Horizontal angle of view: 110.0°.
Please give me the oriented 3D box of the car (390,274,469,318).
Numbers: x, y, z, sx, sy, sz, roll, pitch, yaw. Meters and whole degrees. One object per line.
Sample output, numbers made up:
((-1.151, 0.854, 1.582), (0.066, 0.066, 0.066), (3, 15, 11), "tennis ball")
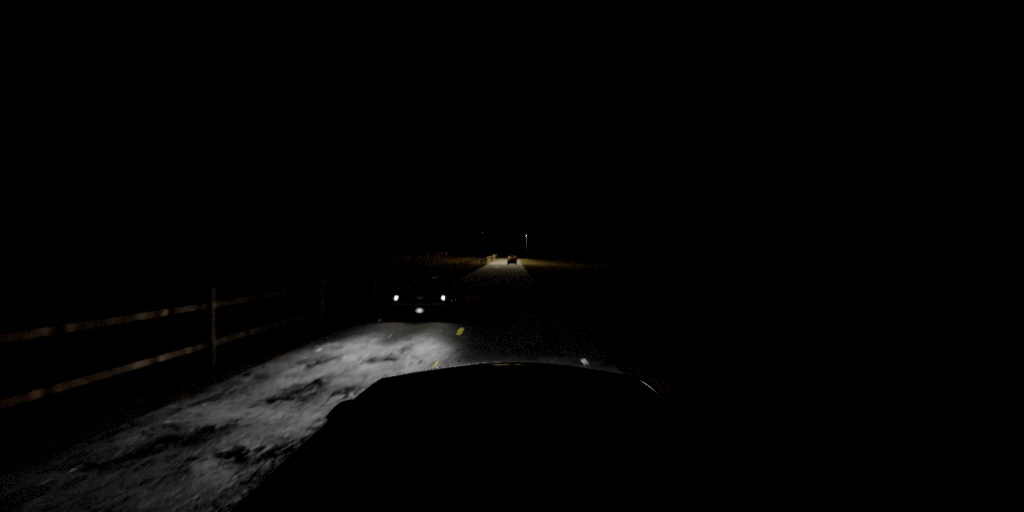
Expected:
((-2.800, 1.363, 13.121), (1.895, 1.301, 4.718), (0, 0, 1), "car")
